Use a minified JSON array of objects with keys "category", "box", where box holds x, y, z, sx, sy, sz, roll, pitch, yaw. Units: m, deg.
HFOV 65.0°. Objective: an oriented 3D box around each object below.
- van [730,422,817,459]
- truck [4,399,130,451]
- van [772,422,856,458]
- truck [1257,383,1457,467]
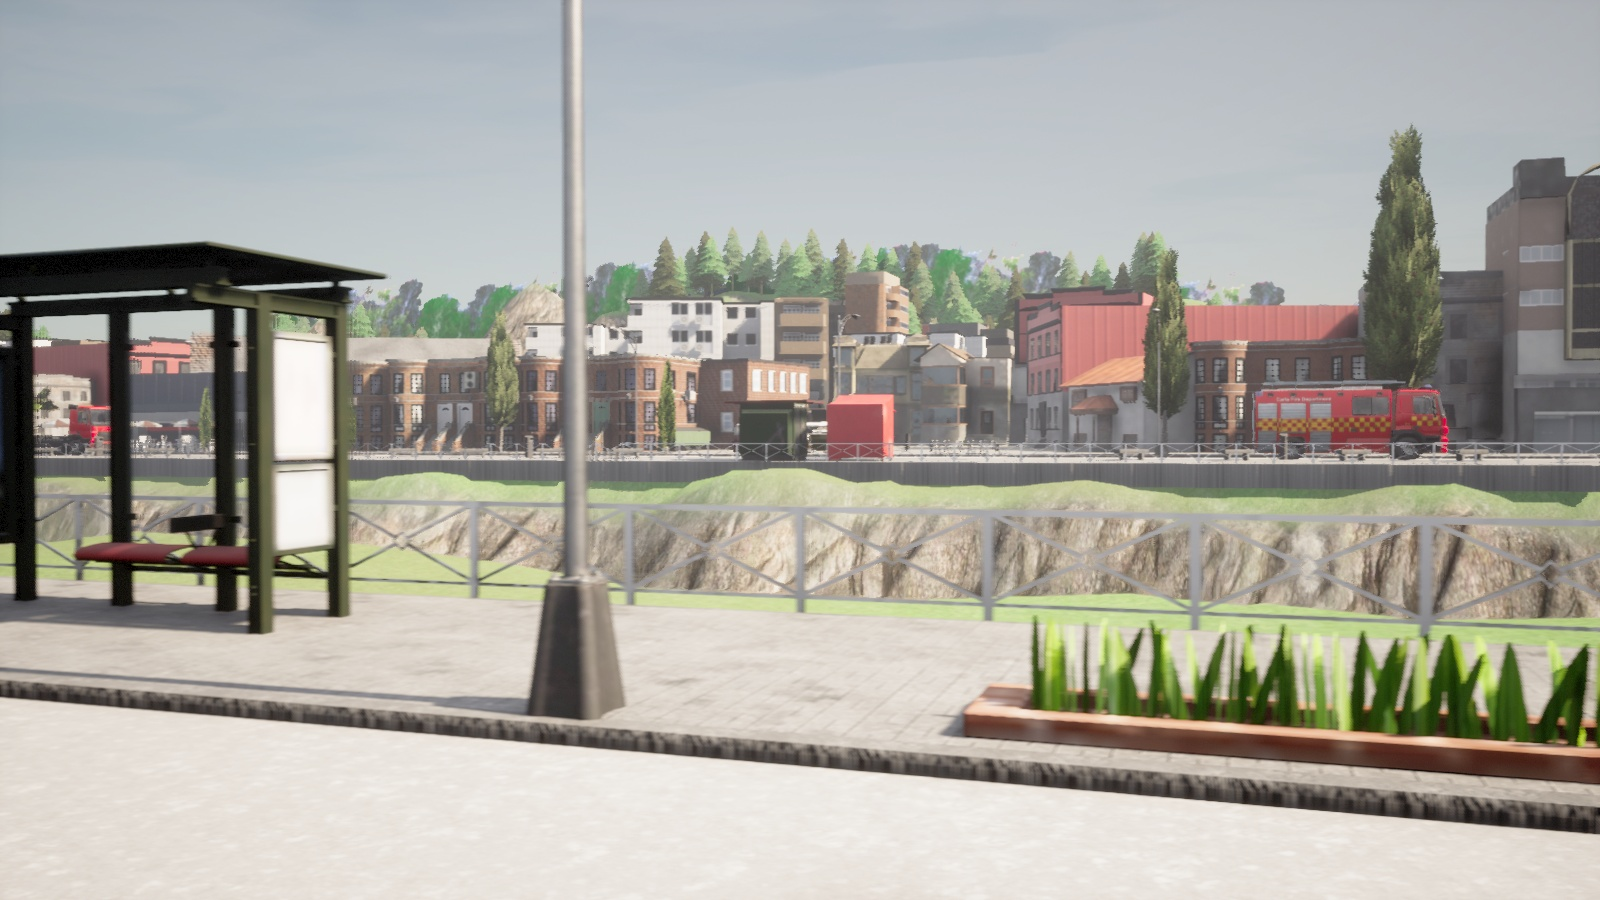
[{"category":"van","box":[-1.477,-0.535,69.283,4.442,1.987,1.775,1,1,19]},{"category":"truck","box":[-49.884,-1.712,85.483,7.936,3.462,2.891,1,1,19]},{"category":"van","box":[0.815,-0.611,72.731,4.480,2.038,2.069,1,1,19]},{"category":"truck","box":[26.375,-1.199,59.963,8.468,3.827,2.891,1,1,19]}]
